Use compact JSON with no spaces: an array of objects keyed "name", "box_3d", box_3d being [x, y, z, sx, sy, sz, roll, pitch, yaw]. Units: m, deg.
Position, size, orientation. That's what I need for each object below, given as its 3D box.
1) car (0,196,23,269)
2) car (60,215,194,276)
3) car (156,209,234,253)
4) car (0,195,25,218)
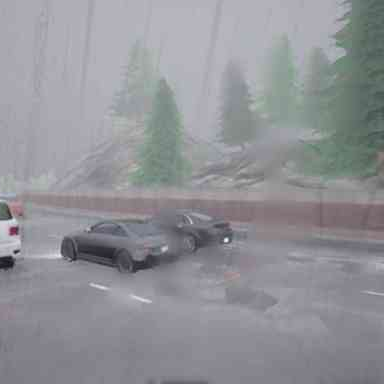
[{"name":"car","box_3d":[-7.103,1.160,9.835,5.566,2.045,2.150,1,0,41]},{"name":"car","box_3d":[-2.276,1.529,10.383,4.181,1.385,1.994,0,0,39]},{"name":"car","box_3d":[-0.636,1.472,13.543,4.892,1.490,1.837,0,0,39]},{"name":"car","box_3d":[-16.343,1.194,28.968,2.097,1.767,4.553,0,0,-41]}]
